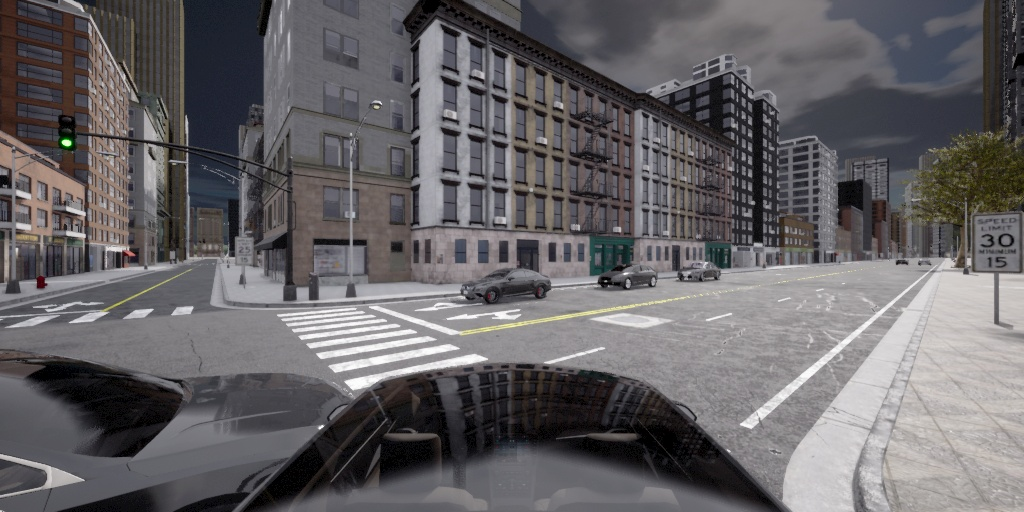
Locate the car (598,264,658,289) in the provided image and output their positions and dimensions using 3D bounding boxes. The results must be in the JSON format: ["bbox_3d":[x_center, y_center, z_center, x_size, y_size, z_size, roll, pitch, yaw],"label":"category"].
[{"bbox_3d":[7.478,1.256,22.950,4.892,1.490,1.837,0,0,-39],"label":"car"}]

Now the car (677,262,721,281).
[{"bbox_3d":[15.438,1.233,29.481,4.902,1.511,2.128,0,0,-39],"label":"car"}]

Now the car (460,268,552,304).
[{"bbox_3d":[-0.166,1.285,16.667,4.674,1.442,1.812,0,0,-39],"label":"car"}]

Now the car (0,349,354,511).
[{"bbox_3d":[-3.235,1.257,1.671,4.892,1.490,1.837,0,0,-35],"label":"car"}]
